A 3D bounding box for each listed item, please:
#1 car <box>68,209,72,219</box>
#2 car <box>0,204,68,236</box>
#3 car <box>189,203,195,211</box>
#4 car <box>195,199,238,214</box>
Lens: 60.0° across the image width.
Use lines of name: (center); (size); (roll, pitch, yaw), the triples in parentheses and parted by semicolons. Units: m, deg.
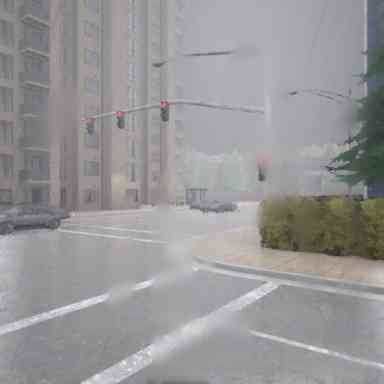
car: (-11.217, 1.548, 23.121); (2.033, 1.411, 5.357); (0, 0, 43)
car: (-9.584, 1.564, 18.671); (1.994, 1.385, 4.181); (0, 0, 36)
car: (1.907, 1.547, 40.363); (2.033, 1.411, 5.357); (0, 0, 36)
car: (3.001, 1.547, 35.934); (2.033, 1.411, 5.357); (0, 0, 36)
